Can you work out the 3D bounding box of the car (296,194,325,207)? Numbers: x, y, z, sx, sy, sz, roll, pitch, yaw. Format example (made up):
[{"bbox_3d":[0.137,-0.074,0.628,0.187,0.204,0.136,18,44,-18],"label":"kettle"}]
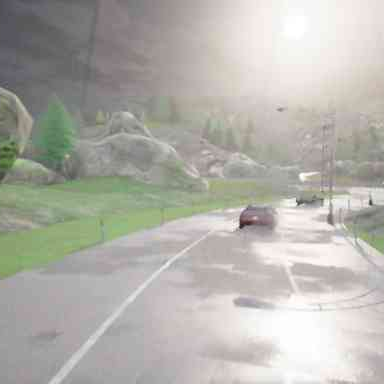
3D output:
[{"bbox_3d":[13.281,0.871,37.038,1.895,1.301,4.718,3,4,38],"label":"car"}]

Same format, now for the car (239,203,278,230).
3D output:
[{"bbox_3d":[4.082,1.346,20.048,1.994,1.385,4.181,2,2,18],"label":"car"}]
